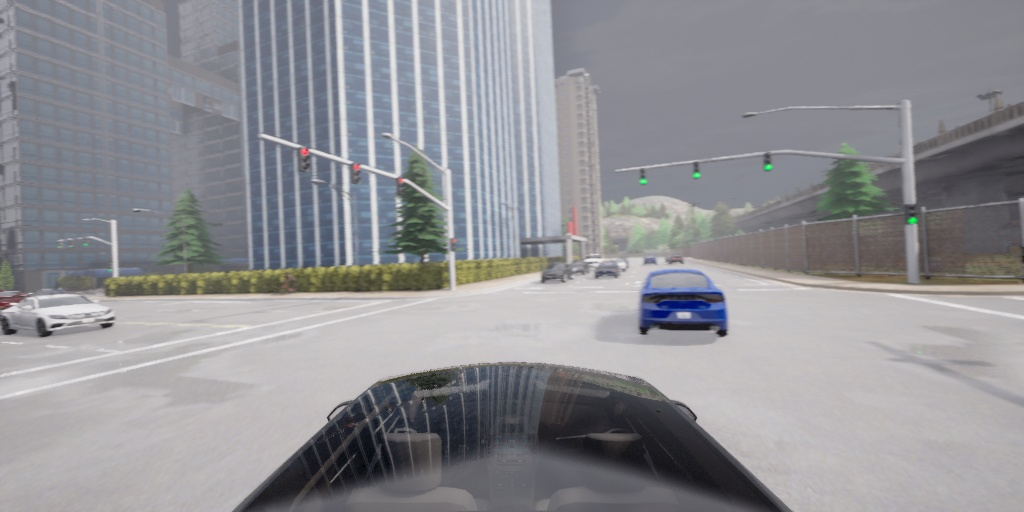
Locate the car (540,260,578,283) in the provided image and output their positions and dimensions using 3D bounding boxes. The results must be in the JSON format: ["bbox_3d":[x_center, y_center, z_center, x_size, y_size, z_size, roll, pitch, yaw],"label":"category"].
[{"bbox_3d":[3.601,1.257,28.181,1.837,1.490,4.892,-3,0,20],"label":"car"}]

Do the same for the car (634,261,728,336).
[{"bbox_3d":[4.473,1.079,9.883,1.882,1.535,5.008,-3,-1,20],"label":"car"}]

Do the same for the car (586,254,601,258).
[{"bbox_3d":[10.583,0.778,46.801,2.150,2.045,5.566,-3,0,21],"label":"car"}]

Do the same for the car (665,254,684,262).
[{"bbox_3d":[23.802,0.468,52.171,1.837,1.490,4.892,-3,0,20],"label":"car"}]

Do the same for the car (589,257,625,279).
[{"bbox_3d":[8.136,1.099,30.345,2.033,1.411,5.357,-3,0,20],"label":"car"}]

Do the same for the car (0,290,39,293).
[{"bbox_3d":[-35.177,3.115,24.511,5.008,1.535,1.882,-3,0,20],"label":"car"}]

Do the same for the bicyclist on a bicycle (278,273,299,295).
[{"bbox_3d":[-16.459,2.056,26.423,0.582,1.620,1.656,-3,0,20],"label":"bicyclist on a bicycle"}]

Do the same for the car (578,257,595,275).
[{"bbox_3d":[6.801,1.155,36.773,2.128,1.511,4.902,-3,0,20],"label":"car"}]

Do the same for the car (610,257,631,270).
[{"bbox_3d":[13.817,0.939,45.439,2.033,1.411,5.357,-3,0,21],"label":"car"}]

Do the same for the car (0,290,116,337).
[{"bbox_3d":[-18.116,2.270,14.286,4.674,1.442,1.812,-3,0,20],"label":"car"}]

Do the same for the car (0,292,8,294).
[{"bbox_3d":[-27.741,2.758,17.836,4.674,1.442,1.812,-3,0,20],"label":"car"}]

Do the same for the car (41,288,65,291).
[{"bbox_3d":[-37.510,3.348,29.108,4.181,1.385,1.994,-3,0,20],"label":"car"}]

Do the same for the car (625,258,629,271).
[{"bbox_3d":[11.358,0.987,38.961,1.812,1.442,4.674,-3,0,21],"label":"car"}]

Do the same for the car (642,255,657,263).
[{"bbox_3d":[20.459,0.609,53.203,1.882,1.535,5.008,-3,0,20],"label":"car"}]
